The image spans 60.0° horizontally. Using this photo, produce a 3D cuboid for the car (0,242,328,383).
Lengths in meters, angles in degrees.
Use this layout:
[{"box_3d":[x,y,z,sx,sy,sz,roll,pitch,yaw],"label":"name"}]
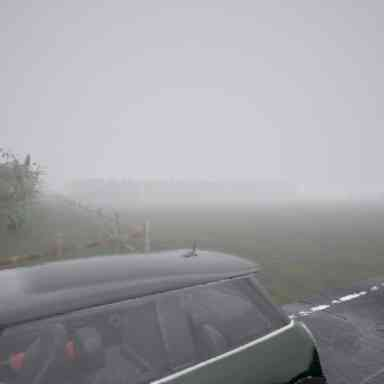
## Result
[{"box_3d":[-1.132,1.351,2.264,4.553,1.767,2.097,0,0,-36],"label":"car"}]
